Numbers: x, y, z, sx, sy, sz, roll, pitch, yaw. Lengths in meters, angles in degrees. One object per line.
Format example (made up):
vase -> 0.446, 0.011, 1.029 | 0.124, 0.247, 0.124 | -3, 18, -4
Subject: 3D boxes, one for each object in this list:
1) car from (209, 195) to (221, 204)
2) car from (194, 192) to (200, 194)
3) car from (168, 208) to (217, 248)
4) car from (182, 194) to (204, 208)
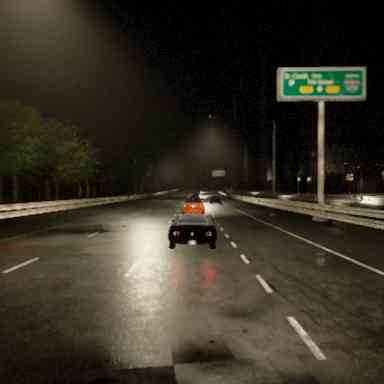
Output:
car -> 3.981, 1.335, 57.774 | 1.837, 1.490, 4.892 | 0, 1, 1
car -> 0.439, 1.298, 62.326 | 1.837, 1.490, 4.892 | 0, 0, 1
car -> 0.030, 1.599, 14.697 | 1.895, 1.301, 4.718 | 0, 0, 0
car -> 0.125, 1.320, 32.297 | 2.097, 1.767, 4.553 | 0, 0, 0
